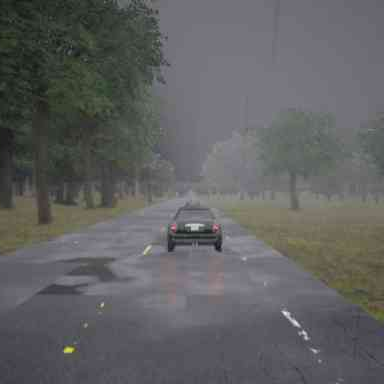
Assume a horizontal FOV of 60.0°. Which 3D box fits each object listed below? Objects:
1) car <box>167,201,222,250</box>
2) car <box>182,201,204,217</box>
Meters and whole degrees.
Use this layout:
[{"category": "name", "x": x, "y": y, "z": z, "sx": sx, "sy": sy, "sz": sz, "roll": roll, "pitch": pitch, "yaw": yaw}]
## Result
[{"category": "car", "x": 0.103, "y": 1.364, "z": 14.432, "sx": 2.097, "sy": 1.767, "sz": 4.553, "roll": 0, "pitch": 0, "yaw": 0}, {"category": "car", "x": 0.108, "y": 1.594, "z": 32.726, "sx": 1.994, "sy": 1.385, "sz": 4.181, "roll": 0, "pitch": 0, "yaw": 0}]
